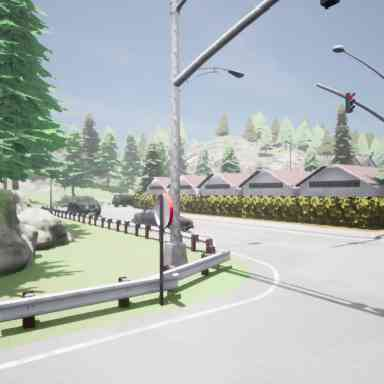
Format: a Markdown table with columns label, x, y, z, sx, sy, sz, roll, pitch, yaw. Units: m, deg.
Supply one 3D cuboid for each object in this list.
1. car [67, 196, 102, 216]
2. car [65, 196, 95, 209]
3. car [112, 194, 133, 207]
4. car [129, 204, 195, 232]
| label | x | y | z | sx | sy | sz | roll | pitch | yaw |
| --- | --- | --- | --- | --- | --- | --- | --- | --- | --- |
| car | -11.254 | 1.414 | 34.552 | 2.150 | 2.045 | 5.566 | 0 | 0 | -35 |
| car | -16.618 | 1.528 | 49.536 | 2.097 | 1.767 | 4.553 | 0 | 0 | 14 |
| car | -10.432 | 1.398 | 54.088 | 2.150 | 2.045 | 5.566 | 0 | 0 | 37 |
| car | -2.017 | 1.739 | 21.433 | 2.033 | 1.411 | 5.357 | 0 | 0 | -35 |
